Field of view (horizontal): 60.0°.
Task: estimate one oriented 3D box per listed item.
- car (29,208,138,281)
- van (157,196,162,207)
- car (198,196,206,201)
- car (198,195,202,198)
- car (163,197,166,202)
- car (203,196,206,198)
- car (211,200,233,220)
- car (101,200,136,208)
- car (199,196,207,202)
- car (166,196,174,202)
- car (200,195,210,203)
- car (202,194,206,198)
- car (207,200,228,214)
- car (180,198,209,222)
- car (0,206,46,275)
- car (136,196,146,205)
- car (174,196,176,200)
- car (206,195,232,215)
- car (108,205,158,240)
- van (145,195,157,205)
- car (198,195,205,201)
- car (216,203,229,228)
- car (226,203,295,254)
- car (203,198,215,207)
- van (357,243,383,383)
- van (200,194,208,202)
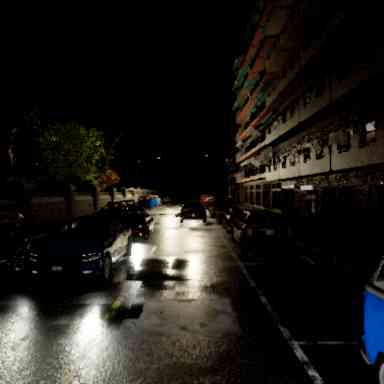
[{"bbox_3d":[-3.081,1.478,10.077,1.882,1.535,5.008,0,0,0],"label":"car"},{"bbox_3d":[-5.700,1.366,47.194,1.690,1.788,3.998,0,0,0],"label":"van"},{"bbox_3d":[2.670,1.645,86.608,2.008,1.369,4.403,0,0,0],"label":"car"},{"bbox_3d":[0.089,1.500,45.753,1.882,1.535,5.008,0,0,0],"label":"car"},{"bbox_3d":[-5.702,1.583,52.824,2.008,1.369,4.403,0,0,0],"label":"car"},{"bbox_3d":[2.681,1.563,41.566,1.887,1.381,4.507,0,0,0],"label":"car"},{"bbox_3d":[2.686,1.550,24.676,1.887,1.381,4.507,0,0,0],"label":"car"},{"bbox_3d":[-5.695,1.446,24.675,1.967,1.590,4.097,0,0,0],"label":"car"},{"bbox_3d":[2.671,1.650,80.978,1.947,1.339,4.313,0,0,0],"label":"car"},{"bbox_3d":[-5.707,1.598,75.175,1.752,1.417,4.829,0,0,0],"label":"car"},{"bbox_3d":[2.674,1.502,69.716,1.967,1.590,4.097,0,0,0],"label":"car"},{"bbox_3d":[2.680,1.465,47.196,1.967,1.590,4.097,0,0,0],"label":"car"},{"bbox_3d":[2.683,1.563,35.936,2.008,1.369,4.403,0,0,0],"label":"car"},{"bbox_3d":[0.094,1.484,26.049,1.882,1.535,5.008,0,0,0],"label":"car"},{"bbox_3d":[-5.690,1.315,7.784,2.192,1.841,5.009,0,0,0],"label":"car"},{"bbox_3d":[-5.695,1.449,30.304,1.967,1.590,4.097,0,0,0],"label":"car"},{"bbox_3d":[-5.711,1.672,92.238,1.947,1.339,4.313,0,0,0],"label":"car"},{"bbox_3d":[2.685,1.324,30.306,2.192,1.841,5.009,0,0,0],"label":"car"},{"bbox_3d":[-3.005,1.566,16.824,1.994,1.385,4.181,0,0,0],"label":"car"},{"bbox_3d":[-5.699,1.360,41.565,1.690,1.788,3.998,0,0,0],"label":"van"},{"bbox_3d":[2.669,1.650,92.239,1.887,1.381,4.507,0,0,0],"label":"car"},{"bbox_3d":[2.687,1.554,19.046,2.008,1.369,4.403,0,0,0],"label":"car"},{"bbox_3d":[2.689,1.441,13.416,1.967,1.590,4.097,0,0,0],"label":"car"},{"bbox_3d":[2.678,1.614,52.827,1.802,1.307,4.206,0,0,0],"label":"car"},{"bbox_3d":[2.692,1.341,2.155,1.690,1.788,3.998,0,0,0],"label":"van"},{"bbox_3d":[2.673,1.414,75.348,1.690,1.788,3.998,0,0,0],"label":"van"}]
